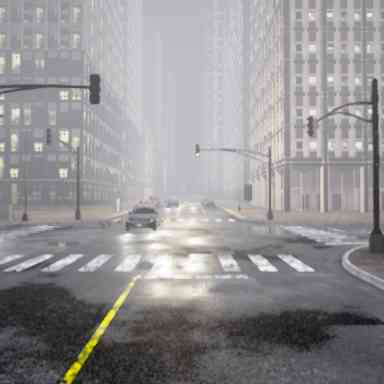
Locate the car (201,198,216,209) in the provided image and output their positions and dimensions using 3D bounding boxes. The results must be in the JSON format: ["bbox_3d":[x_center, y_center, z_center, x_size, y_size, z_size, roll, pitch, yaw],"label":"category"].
[{"bbox_3d":[2.700,1.807,50.324,1.802,1.307,4.206,1,0,0],"label":"car"}]

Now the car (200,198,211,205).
[{"bbox_3d":[2.700,1.866,67.056,1.947,1.339,4.313,1,0,0],"label":"car"}]

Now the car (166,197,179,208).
[{"bbox_3d":[-3.003,1.827,53.201,1.895,1.301,4.718,0,0,0],"label":"car"}]

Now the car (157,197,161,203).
[{"bbox_3d":[-5.679,1.782,44.686,1.802,1.307,4.206,1,0,0],"label":"car"}]

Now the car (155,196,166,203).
[{"bbox_3d":[-5.674,1.540,50.263,2.192,1.841,5.009,1,0,0],"label":"car"}]

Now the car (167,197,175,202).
[{"bbox_3d":[-5.681,1.945,89.287,1.887,1.381,4.507,1,0,0],"label":"car"}]

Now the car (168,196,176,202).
[{"bbox_3d":[-5.681,1.976,94.862,2.008,1.369,4.403,1,0,0],"label":"car"}]

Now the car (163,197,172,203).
[{"bbox_3d":[-5.680,1.895,78.137,1.887,1.381,4.507,1,0,0],"label":"car"}]

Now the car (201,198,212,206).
[{"bbox_3d":[2.702,1.801,61.649,1.752,1.417,4.829,1,0,0],"label":"car"}]

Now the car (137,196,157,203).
[{"bbox_3d":[-5.676,1.615,39.112,1.967,1.590,4.097,1,0,0],"label":"car"}]

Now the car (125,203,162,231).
[{"bbox_3d":[-2.999,1.634,21.238,1.812,1.442,4.674,0,0,0],"label":"car"}]

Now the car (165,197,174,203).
[{"bbox_3d":[-5.680,1.926,83.712,2.008,1.369,4.403,1,0,0],"label":"car"}]
